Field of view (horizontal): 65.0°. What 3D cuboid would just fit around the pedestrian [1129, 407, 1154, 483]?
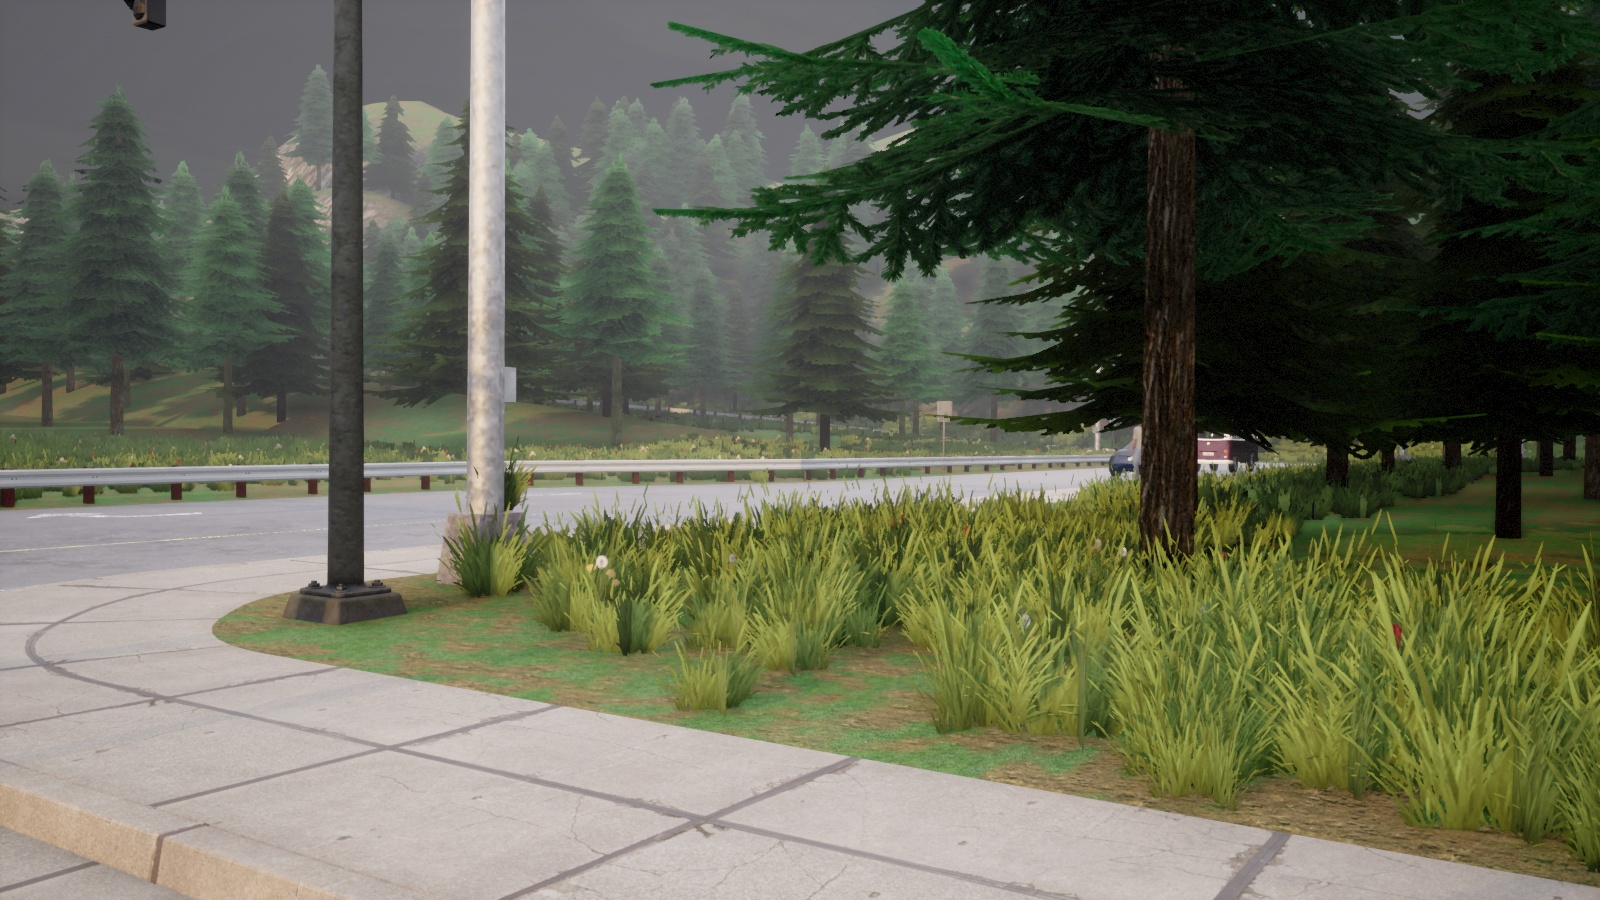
[{"bbox_3d":[8.354,-0.128,30.711,0.354,1.836,0.706,0,1,36],"label":"pedestrian"}]

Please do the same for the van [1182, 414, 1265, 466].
[{"bbox_3d":[17.456,-0.436,51.694,2.069,2.038,4.480,0,1,35],"label":"van"}]

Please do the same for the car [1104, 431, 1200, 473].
[{"bbox_3d":[12.544,0.046,44.617,1.994,1.385,4.181,0,1,35],"label":"car"}]
